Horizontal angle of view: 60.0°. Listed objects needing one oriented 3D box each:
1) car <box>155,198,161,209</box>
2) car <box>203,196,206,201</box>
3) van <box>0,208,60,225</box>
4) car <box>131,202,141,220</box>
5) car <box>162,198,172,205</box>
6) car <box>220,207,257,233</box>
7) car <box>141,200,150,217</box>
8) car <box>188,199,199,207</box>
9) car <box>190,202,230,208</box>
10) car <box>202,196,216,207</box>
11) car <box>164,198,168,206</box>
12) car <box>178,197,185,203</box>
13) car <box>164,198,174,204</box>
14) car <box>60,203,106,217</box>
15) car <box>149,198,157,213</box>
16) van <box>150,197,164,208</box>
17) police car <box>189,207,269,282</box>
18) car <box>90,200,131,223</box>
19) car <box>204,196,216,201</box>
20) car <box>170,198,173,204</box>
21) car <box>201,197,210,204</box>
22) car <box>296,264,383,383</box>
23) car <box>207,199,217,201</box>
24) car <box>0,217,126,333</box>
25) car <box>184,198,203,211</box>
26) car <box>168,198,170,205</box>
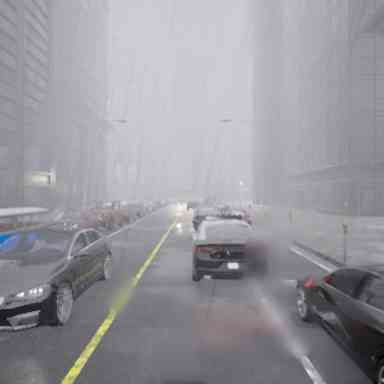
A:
[{"bbox_3d":[-5.557,1.835,43.887,1.802,1.307,4.206,0,0,0],"label":"car"},{"bbox_3d":[3.021,1.640,55.123,2.192,1.841,5.009,0,0,0],"label":"car"},{"bbox_3d":[-5.720,1.398,10.069,1.690,1.788,3.998,0,0,0],"label":"van"},{"bbox_3d":[-5.638,1.719,26.977,1.947,1.339,4.313,0,0,0],"label":"car"},{"bbox_3d":[-5.422,2.002,72.069,1.947,1.339,4.313,0,0,0],"label":"car"},{"bbox_3d":[2.860,1.704,21.306,1.802,1.307,4.206,0,0,0],"label":"car"},{"bbox_3d":[-5.611,1.751,32.614,1.947,1.339,4.313,0,0,0],"label":"car"},{"bbox_3d":[0.282,1.914,59.042,1.994,1.385,4.181,0,0,0],"label":"car"},{"bbox_3d":[0.994,1.592,20.014,1.882,1.535,5.008,0,0,0],"label":"car"},{"bbox_3d":[3.048,1.676,60.759,2.192,1.841,5.009,0,0,0],"label":"car"},{"bbox_3d":[-5.504,1.848,54.990,1.752,1.417,4.829,0,0,0],"label":"car"},{"bbox_3d":[-2.594,2.032,84.752,1.837,1.490,4.892,0,-1,0],"label":"car"},{"bbox_3d":[-5.395,2.025,77.705,2.008,1.369,4.403,0,0,0],"label":"car"},{"bbox_3d":[-5.693,1.529,15.704,1.967,1.590,4.097,0,0,0],"label":"car"},{"bbox_3d":[-5.584,1.770,38.250,2.008,1.369,4.403,0,0,0],"label":"car"},{"bbox_3d":[-5.531,1.629,49.525,1.690,1.788,3.998,0,0,0],"label":"van"},{"bbox_3d":[0.946,1.483,10.124,1.930,1.638,5.238,0,0,0],"label":"police car"},{"bbox_3d":[-5.666,1.436,21.342,2.192,1.841,5.009,0,0,0],"label":"car"},{"bbox_3d":[2.967,1.694,43.851,1.967,1.590,4.097,0,0,0],"label":"car"},{"bbox_3d":[-5.449,1.963,66.432,1.947,1.339,4.313,0,0,0],"label":"car"},{"bbox_3d":[3.130,1.915,77.667,1.967,1.590,4.097,0,0,0],"label":"car"},{"bbox_3d":[2.778,1.591,4.397,1.947,1.339,4.313,0,0,0],"label":"car"},{"bbox_3d":[2.941,1.802,38.215,1.802,1.307,4.206,0,0,0],"label":"car"},{"bbox_3d":[-3.068,1.532,7.188,2.128,1.511,4.902,0,0,0],"label":"car"},{"bbox_3d":[0.241,1.770,45.782,1.837,1.490,4.892,0,0,1],"label":"car"},{"bbox_3d":[-5.476,1.942,60.796,1.802,1.307,4.206,0,0,0],"label":"car"}]
